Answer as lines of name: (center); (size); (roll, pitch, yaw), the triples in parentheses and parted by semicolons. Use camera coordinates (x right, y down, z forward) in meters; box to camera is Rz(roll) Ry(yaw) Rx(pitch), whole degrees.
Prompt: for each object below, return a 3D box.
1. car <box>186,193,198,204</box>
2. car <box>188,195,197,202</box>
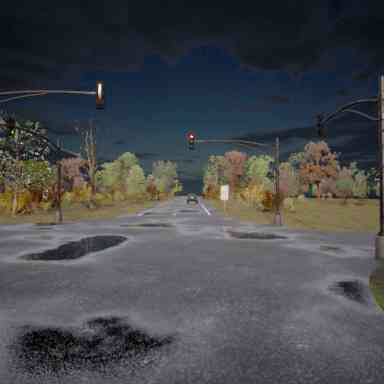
car: (0.023, 1.292, 67.681); (2.150, 2.045, 5.566); (0, 0, 0)
car: (0.025, 1.465, 78.072); (2.033, 1.411, 5.357); (0, 0, 0)
